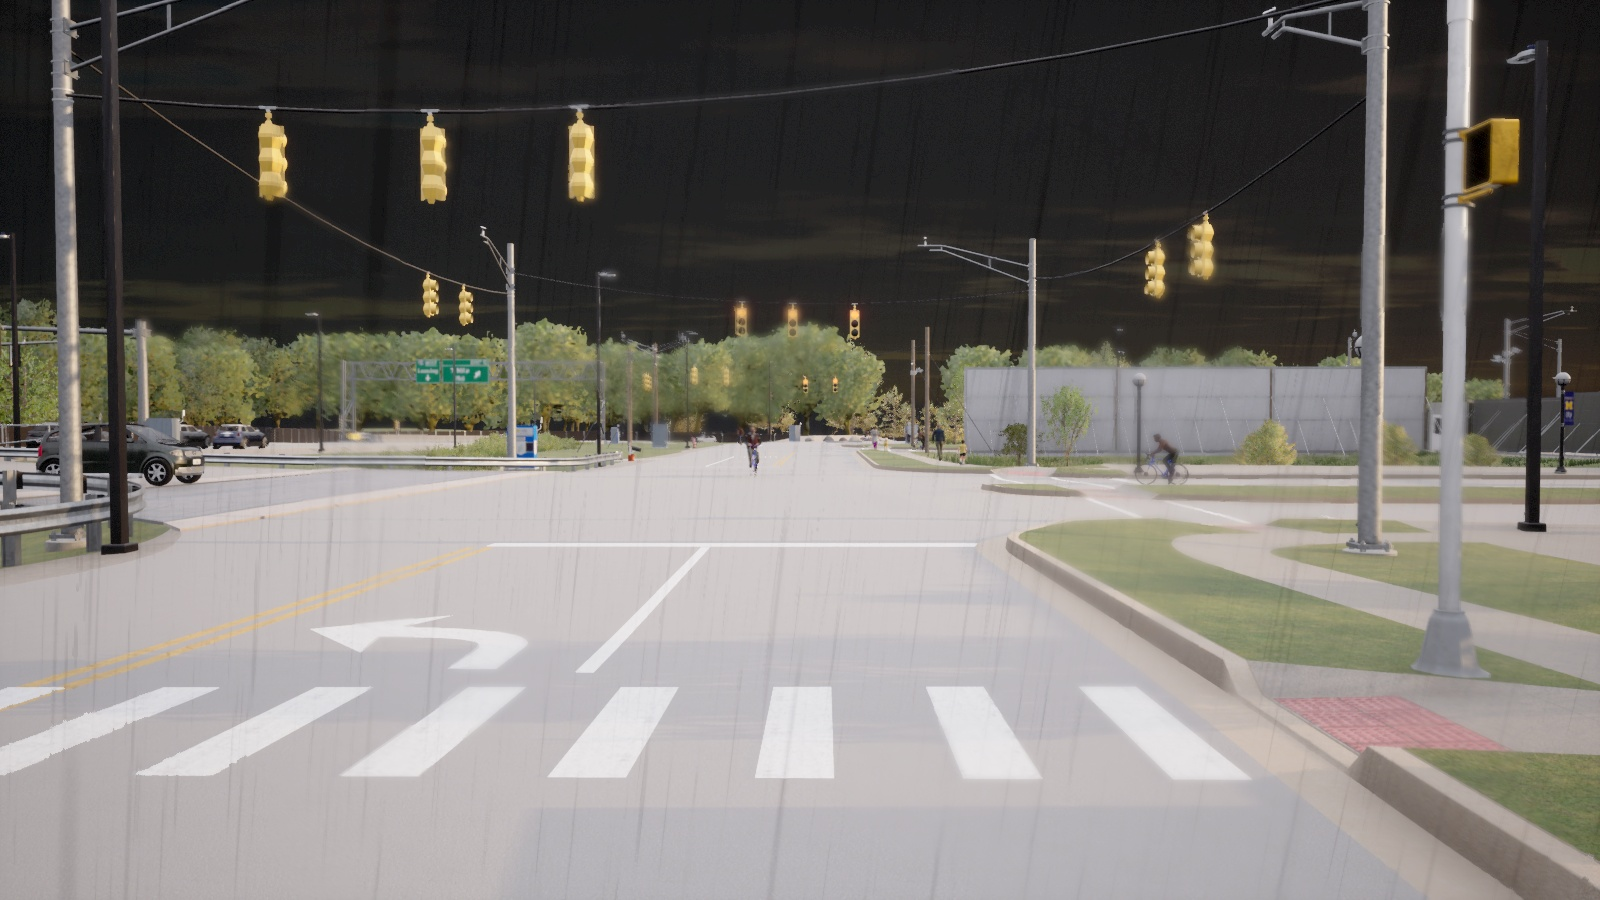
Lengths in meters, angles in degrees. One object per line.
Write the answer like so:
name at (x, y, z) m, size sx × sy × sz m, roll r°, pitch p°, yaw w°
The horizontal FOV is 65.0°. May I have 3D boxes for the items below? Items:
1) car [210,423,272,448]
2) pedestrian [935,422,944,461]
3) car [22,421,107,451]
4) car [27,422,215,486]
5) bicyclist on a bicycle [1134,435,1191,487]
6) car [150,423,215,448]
car at (-33.569, -0.878, 75.484) m, size 1.970 × 1.475 × 3.806 m, roll 0°, pitch 1°, yaw 1°
pedestrian at (6.726, -0.398, 60.481) m, size 0.402 × 1.842 × 0.726 m, roll 0°, pitch 2°, yaw 3°
car at (-37.265, -0.710, 63.743) m, size 1.816 × 1.474 × 4.193 m, roll 0°, pitch 1°, yaw 1°
car at (-16.832, 0.080, 31.250) m, size 3.705 × 1.549 × 1.789 m, roll 0°, pitch 1°, yaw 1°
bicyclist on a bicycle at (11.427, 0.329, 39.639) m, size 1.656 × 1.620 × 0.582 m, roll 1°, pitch 1°, yaw 11°
car at (-37.069, -0.881, 75.508) m, size 1.970 × 1.475 × 3.806 m, roll 0°, pitch 1°, yaw 1°
